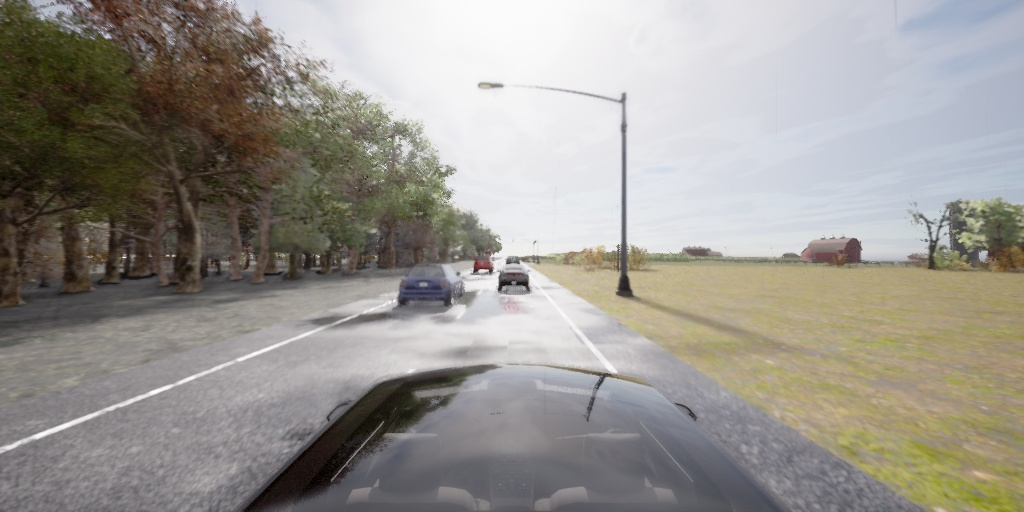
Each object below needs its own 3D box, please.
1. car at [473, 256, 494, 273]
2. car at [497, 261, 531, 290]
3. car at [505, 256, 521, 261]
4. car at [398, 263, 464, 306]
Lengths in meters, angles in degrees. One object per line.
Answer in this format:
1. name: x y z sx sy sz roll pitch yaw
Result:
1. car: -3.375 0.972 43.105 2.150 2.045 5.566 0 0 0
2. car: 0.111 1.259 22.449 1.837 1.490 4.892 0 0 0
3. car: 0.128 0.969 52.831 2.150 2.045 5.566 0 0 0
4. car: -3.393 1.106 15.881 2.097 1.767 4.553 0 0 0
